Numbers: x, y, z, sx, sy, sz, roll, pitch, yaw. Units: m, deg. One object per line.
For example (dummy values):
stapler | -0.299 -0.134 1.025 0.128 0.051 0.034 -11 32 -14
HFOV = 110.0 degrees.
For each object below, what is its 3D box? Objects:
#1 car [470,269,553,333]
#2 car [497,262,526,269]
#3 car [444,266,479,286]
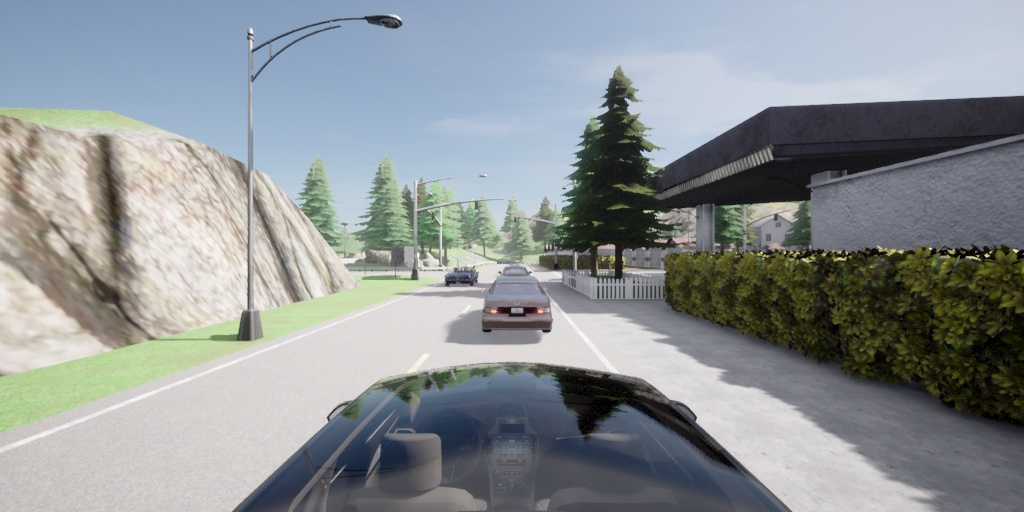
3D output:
car | 0.132 1.296 10.746 2.033 1.411 5.357 0 0 0
car | 0.174 1.274 20.332 1.812 1.442 4.674 0 0 0
car | -3.408 1.391 24.937 1.895 1.301 4.718 0 0 0
